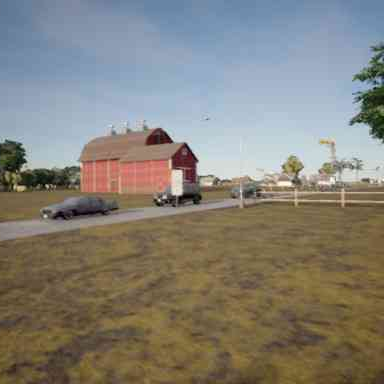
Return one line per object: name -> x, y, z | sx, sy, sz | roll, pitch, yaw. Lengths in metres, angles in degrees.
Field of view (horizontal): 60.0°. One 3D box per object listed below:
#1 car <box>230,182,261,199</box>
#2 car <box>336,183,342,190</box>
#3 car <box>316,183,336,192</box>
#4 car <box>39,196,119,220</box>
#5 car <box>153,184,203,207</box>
car -> 6.946, -0.231, 42.658 | 2.150, 2.045, 5.566 | 0, 2, 36
car -> 31.071, -1.165, 71.691 | 1.837, 1.490, 4.892 | 0, 1, 35
car -> 25.039, -0.811, 63.049 | 2.033, 1.411, 5.357 | 0, 2, 35
car -> -7.432, 1.001, 22.480 | 2.033, 1.411, 5.357 | 0, 2, 35
car -> -1.220, 0.278, 31.206 | 2.150, 2.045, 5.566 | 0, 2, 36
